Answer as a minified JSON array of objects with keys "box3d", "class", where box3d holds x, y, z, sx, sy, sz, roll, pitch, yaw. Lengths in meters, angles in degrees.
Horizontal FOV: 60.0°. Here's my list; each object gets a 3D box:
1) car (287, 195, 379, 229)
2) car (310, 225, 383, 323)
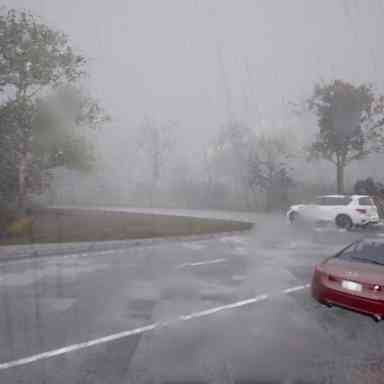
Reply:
[{"box3d":[8.712,1.218,21.072,2.150,2.045,5.566,1,0,-36],"class":"car"},{"box3d":[4.333,1.563,6.829,4.181,1.385,1.994,0,0,-36],"class":"car"}]
